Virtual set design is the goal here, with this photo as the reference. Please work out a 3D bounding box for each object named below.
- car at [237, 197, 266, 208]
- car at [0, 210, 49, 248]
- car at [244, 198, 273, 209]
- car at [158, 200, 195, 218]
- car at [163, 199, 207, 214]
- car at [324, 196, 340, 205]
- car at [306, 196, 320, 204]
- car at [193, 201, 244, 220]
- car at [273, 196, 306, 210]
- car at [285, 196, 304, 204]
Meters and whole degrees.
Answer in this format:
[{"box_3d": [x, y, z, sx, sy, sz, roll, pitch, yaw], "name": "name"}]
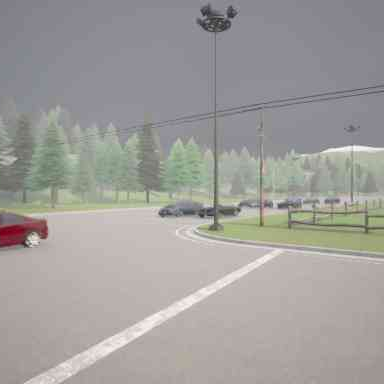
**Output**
[{"box_3d": [8.975, 1.547, 49.749, 2.033, 1.411, 5.357, 0, 0, 36], "name": "car"}, {"box_3d": [-7.850, 1.477, 12.455, 1.882, 1.535, 5.008, 0, 0, 28], "name": "car"}, {"box_3d": [9.231, 1.491, 44.199, 2.128, 1.511, 4.902, 0, 0, 36], "name": "car"}, {"box_3d": [-1.136, 1.564, 29.998, 1.994, 1.385, 4.181, 0, 0, 35], "name": "car"}, {"box_3d": [-0.704, 1.547, 36.611, 2.033, 1.411, 5.357, 0, 0, 36], "name": "car"}, {"box_3d": [25.262, 1.481, 59.889, 1.882, 1.535, 5.008, 0, 0, 37], "name": "car"}, {"box_3d": [22.295, 1.527, 61.764, 1.812, 1.442, 4.674, 0, 0, 36], "name": "car"}, {"box_3d": [2.403, 1.601, 28.949, 1.895, 1.301, 4.718, 0, 0, 36], "name": "car"}, {"box_3d": [12.586, 1.601, 42.851, 1.895, 1.301, 4.718, 0, 0, 36], "name": "car"}, {"box_3d": [19.791, 1.513, 64.258, 1.882, 1.535, 5.008, 0, 0, 36], "name": "car"}]
